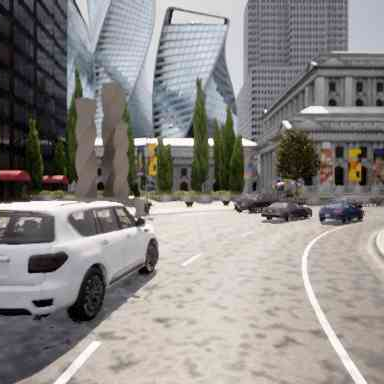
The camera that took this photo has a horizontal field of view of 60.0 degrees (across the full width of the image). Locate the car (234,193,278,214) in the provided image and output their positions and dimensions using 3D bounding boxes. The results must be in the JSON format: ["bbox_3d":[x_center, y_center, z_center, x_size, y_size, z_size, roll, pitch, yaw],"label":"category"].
[{"bbox_3d":[6.934,1.134,35.085,5.566,2.045,2.150,0,0,-37],"label":"car"}]

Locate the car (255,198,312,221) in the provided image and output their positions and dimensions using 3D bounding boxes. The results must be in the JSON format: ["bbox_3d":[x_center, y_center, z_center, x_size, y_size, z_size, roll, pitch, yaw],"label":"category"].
[{"bbox_3d":[7.556,1.482,26.248,5.357,1.411,2.033,0,0,-45],"label":"car"}]

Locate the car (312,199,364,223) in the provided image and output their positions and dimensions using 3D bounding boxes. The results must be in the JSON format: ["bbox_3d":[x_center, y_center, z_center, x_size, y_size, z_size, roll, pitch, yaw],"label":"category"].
[{"bbox_3d":[11.070,1.464,24.665,4.674,1.442,1.812,0,0,-44],"label":"car"}]

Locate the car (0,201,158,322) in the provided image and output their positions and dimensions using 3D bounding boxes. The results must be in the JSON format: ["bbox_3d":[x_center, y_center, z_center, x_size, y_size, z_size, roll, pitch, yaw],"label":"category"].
[{"bbox_3d":[-2.459,1.203,7.480,2.150,2.045,5.566,0,0,11],"label":"car"}]
